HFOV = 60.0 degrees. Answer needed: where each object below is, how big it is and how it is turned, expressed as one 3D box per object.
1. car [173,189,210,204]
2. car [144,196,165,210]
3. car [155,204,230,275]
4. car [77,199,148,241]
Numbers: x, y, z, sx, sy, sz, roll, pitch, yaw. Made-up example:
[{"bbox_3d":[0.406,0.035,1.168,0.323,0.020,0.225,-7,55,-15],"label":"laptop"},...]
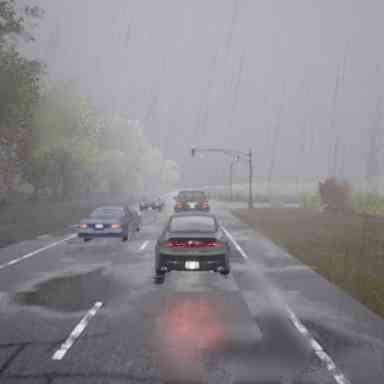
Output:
[{"bbox_3d":[0.003,0.841,21.108,2.150,2.045,5.566,0,1,0],"label":"car"},{"bbox_3d":[-3.540,1.057,30.211,1.895,1.301,4.718,0,1,0],"label":"car"},{"bbox_3d":[0.044,1.327,9.786,1.837,1.490,4.892,0,1,1],"label":"car"},{"bbox_3d":[-3.469,1.278,14.897,2.033,1.411,5.357,0,1,0],"label":"car"}]
